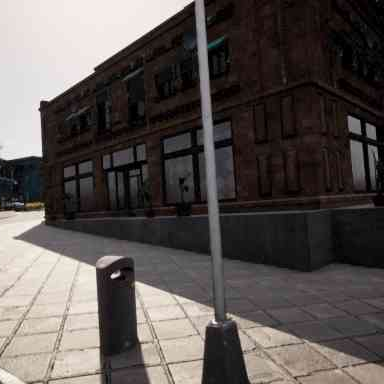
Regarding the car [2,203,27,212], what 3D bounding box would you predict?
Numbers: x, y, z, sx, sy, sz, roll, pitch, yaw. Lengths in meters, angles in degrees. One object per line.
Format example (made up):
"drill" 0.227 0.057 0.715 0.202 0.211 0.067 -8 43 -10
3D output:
"car" -27.338 2.414 51.257 4.892 1.490 1.837 -3 -3 37
